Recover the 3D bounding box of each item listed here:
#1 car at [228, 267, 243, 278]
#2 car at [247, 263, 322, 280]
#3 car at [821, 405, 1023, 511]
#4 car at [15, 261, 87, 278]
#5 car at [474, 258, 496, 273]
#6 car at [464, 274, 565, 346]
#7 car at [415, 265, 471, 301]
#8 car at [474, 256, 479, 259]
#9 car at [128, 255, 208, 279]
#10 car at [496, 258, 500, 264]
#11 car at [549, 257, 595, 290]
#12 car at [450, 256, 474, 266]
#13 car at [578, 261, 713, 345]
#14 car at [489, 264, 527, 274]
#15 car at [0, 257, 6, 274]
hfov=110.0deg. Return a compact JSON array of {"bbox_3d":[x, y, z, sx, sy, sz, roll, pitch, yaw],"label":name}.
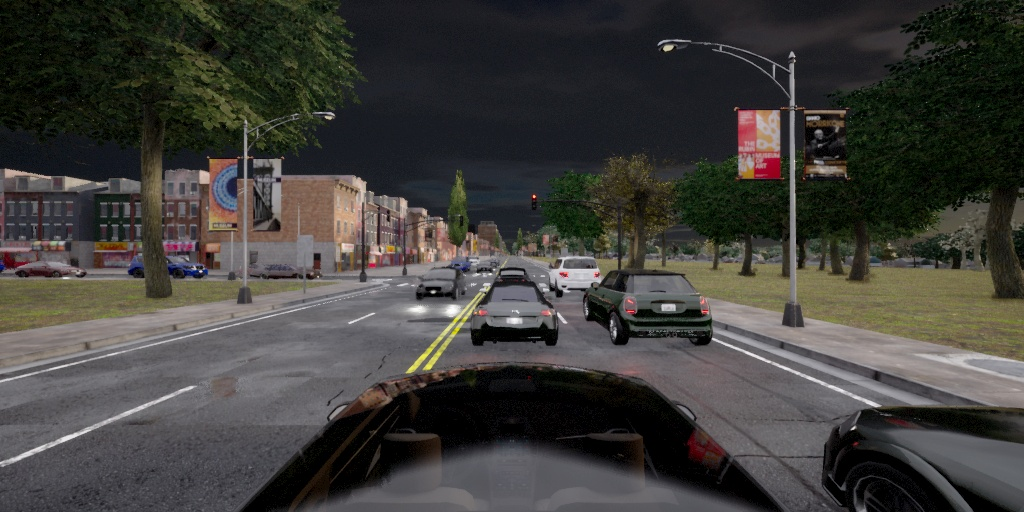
[{"bbox_3d":[-24.204,1.375,33.855,4.181,1.385,1.994,1,0,0],"label":"car"},{"bbox_3d":[-19.419,1.382,30.892,5.357,1.411,2.033,1,0,-3],"label":"car"},{"bbox_3d":[3.341,1.314,0.966,1.994,1.385,4.181,0,0,0],"label":"car"},{"bbox_3d":[-39.734,1.194,30.927,4.674,1.442,1.812,0,0,0],"label":"car"},{"bbox_3d":[-3.418,1.365,46.049,1.837,1.490,4.892,0,0,0],"label":"car"},{"bbox_3d":[0.063,1.332,9.497,1.994,1.385,4.181,0,0,0],"label":"car"},{"bbox_3d":[-3.375,1.329,17.755,1.837,1.490,4.892,0,-1,0],"label":"car"},{"bbox_3d":[-6.676,0.969,60.655,2.150,2.045,5.566,0,1,0],"label":"car"},{"bbox_3d":[-29.607,0.963,30.927,5.566,2.045,2.150,0,0,0],"label":"car"},{"bbox_3d":[-3.425,1.339,58.074,1.994,1.385,4.181,0,0,0],"label":"car"},{"bbox_3d":[3.268,1.054,19.407,2.150,2.045,5.566,0,0,0],"label":"car"},{"bbox_3d":[-6.670,1.081,46.578,2.150,2.045,5.566,0,0,0],"label":"car"},{"bbox_3d":[3.315,1.121,9.693,2.097,1.767,4.553,0,0,0],"label":"car"},{"bbox_3d":[0.018,1.331,18.409,1.837,1.490,4.892,0,0,0],"label":"car"},{"bbox_3d":[-51.659,0.851,33.862,5.566,2.045,2.150,0,0,0],"label":"car"}]
